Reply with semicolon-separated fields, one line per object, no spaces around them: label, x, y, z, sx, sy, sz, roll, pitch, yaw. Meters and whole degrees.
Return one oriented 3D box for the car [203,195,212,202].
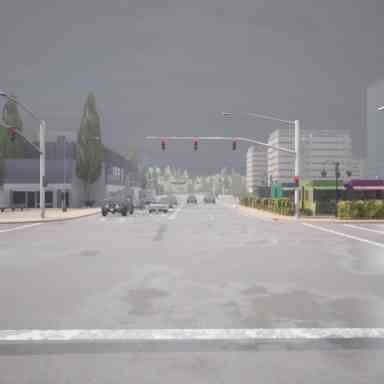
car;3.484;1.397;73.938;1.812;1.442;4.674;0;0;0

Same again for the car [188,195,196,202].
car;-0.016;1.372;73.936;1.837;1.490;4.892;0;0;0

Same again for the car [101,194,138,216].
car;-7.121;1.221;32.443;2.150;2.045;5.566;0;0;1

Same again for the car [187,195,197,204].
car;-0.014;1.491;63.662;2.128;1.511;4.902;0;0;0

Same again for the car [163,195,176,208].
car;-3.608;1.504;46.115;1.837;1.490;4.892;0;0;0

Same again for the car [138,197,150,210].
car;-7.109;1.491;42.331;2.128;1.511;4.902;0;0;0

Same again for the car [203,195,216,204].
car;3.486;1.491;63.663;2.128;1.511;4.902;0;0;0

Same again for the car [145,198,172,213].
car;-3.609;1.601;36.785;1.895;1.301;4.718;0;0;0

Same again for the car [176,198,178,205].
car;-3.594;1.352;56.745;2.097;1.767;4.553;0;0;0

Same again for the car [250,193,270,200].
car;17.750;1.153;86.834;4.605;1.855;1.932;0;0;-2

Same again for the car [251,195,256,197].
car;17.770;1.156;83.939;3.866;1.878;1.905;0;0;-2
